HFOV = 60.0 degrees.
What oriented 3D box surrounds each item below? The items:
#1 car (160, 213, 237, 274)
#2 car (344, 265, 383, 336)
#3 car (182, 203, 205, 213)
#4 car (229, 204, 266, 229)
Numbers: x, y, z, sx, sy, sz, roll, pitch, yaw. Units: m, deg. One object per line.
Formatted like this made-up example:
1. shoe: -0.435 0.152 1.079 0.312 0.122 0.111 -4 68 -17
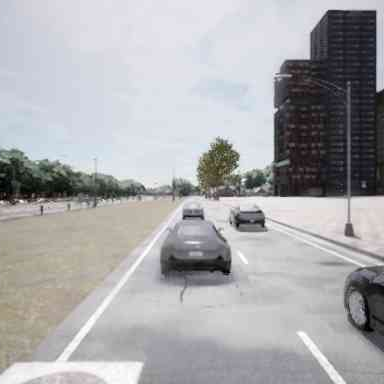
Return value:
1. car: 0.103 1.585 10.629 1.994 1.385 4.181 0 0 0
2. car: 3.601 1.513 3.969 1.837 1.490 4.892 0 0 0
3. car: 0.105 1.602 28.368 2.033 1.411 5.357 0 0 0
4. car: 3.604 1.534 22.237 2.128 1.511 4.902 0 0 0
